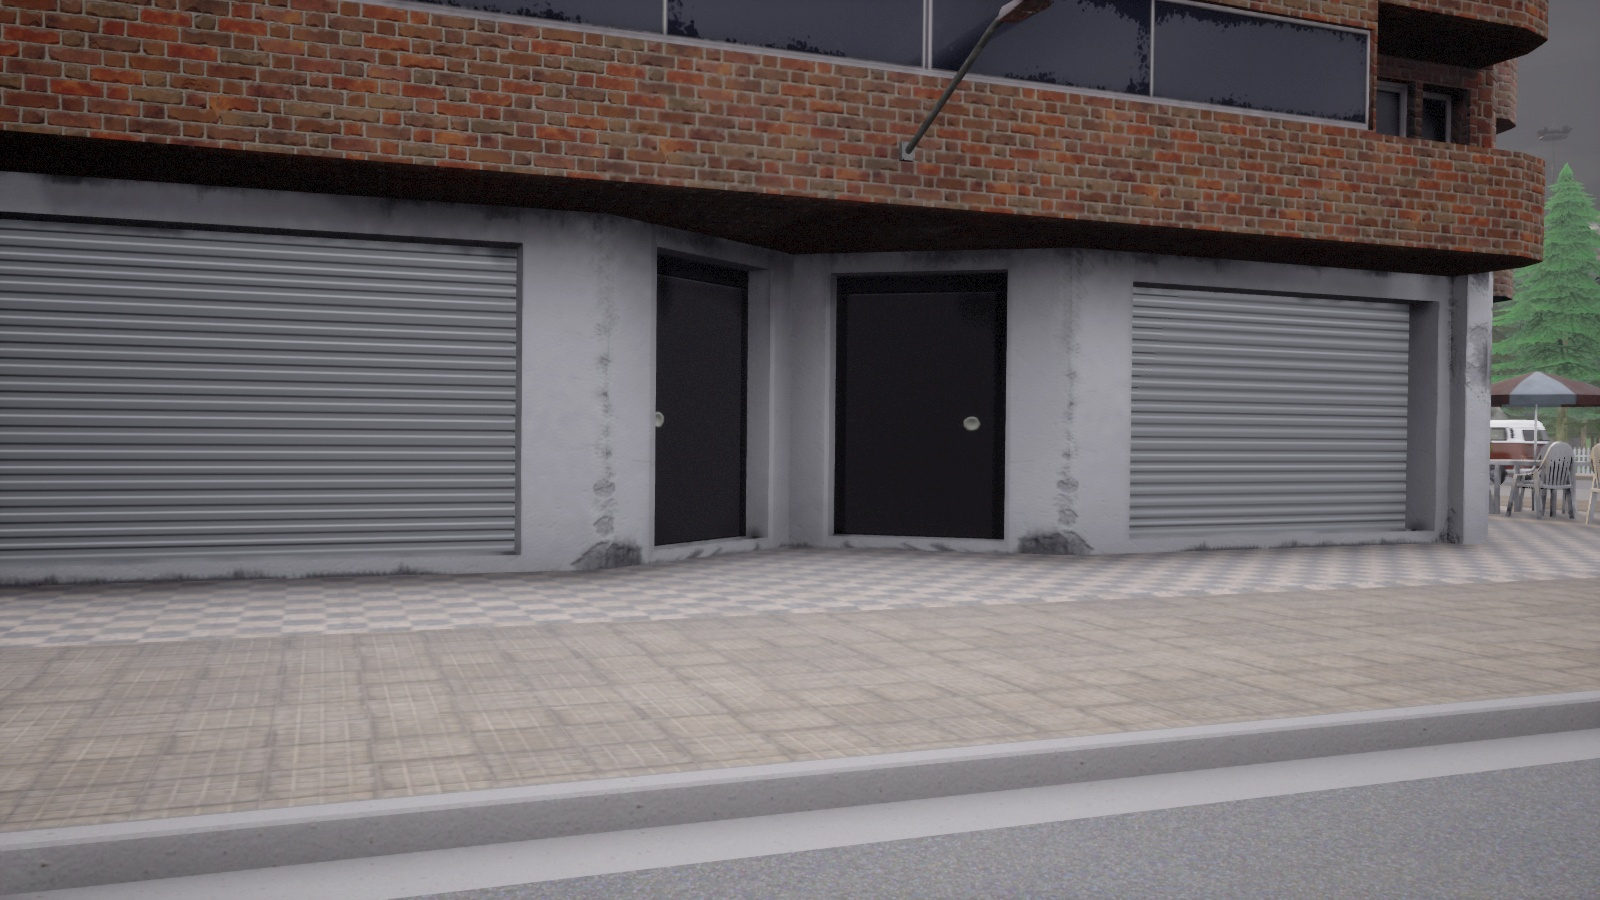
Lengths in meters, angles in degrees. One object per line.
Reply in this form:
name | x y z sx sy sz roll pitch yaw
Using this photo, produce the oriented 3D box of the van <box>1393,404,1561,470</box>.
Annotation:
van | 22.002 -0.439 41.002 2.069 2.038 4.480 -1 1 -24
